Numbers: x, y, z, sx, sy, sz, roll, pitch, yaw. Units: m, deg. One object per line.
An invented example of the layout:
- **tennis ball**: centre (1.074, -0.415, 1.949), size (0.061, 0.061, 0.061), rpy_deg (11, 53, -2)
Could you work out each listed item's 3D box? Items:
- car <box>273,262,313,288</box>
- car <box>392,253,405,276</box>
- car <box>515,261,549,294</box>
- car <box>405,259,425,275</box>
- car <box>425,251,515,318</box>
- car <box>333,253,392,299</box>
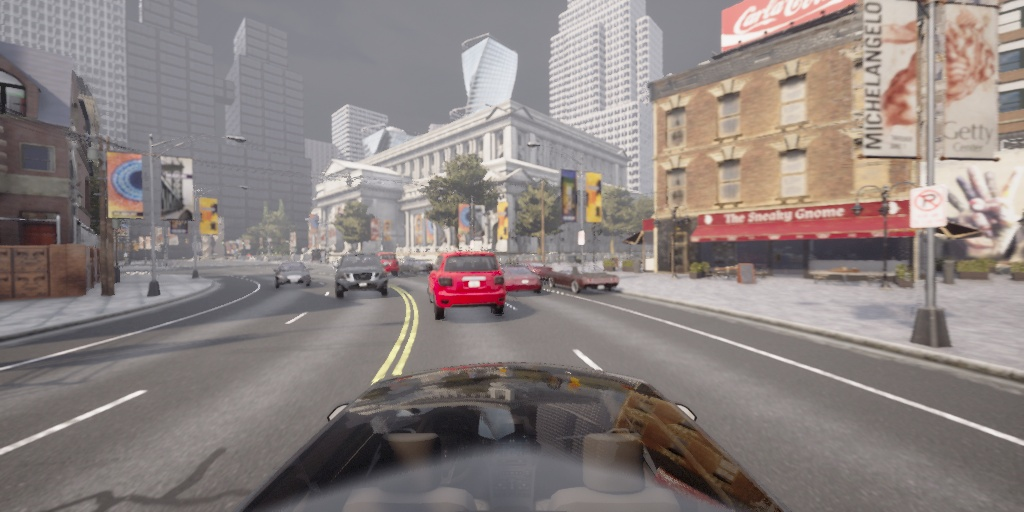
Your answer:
- **car**: centre (-14.024, 1.155, 22.935), size (2.128, 1.511, 4.902), rpy_deg (-1, 1, -33)
- **car**: centre (-11.875, 0.753, 31.611), size (2.150, 2.045, 5.566), rpy_deg (-1, 1, -40)
- **car**: centre (-0.080, 1.121, 18.225), size (1.994, 1.385, 4.181), rpy_deg (-1, 1, -20)
- **car**: centre (-9.055, 1.023, 33.712), size (2.033, 1.411, 5.357), rpy_deg (-1, 1, -40)
- **car**: centre (-1.770, 0.862, 12.723), size (2.150, 2.045, 5.566), rpy_deg (-1, 1, -15)
- **car**: centre (-7.519, 0.867, 17.883), size (2.150, 2.045, 5.566), rpy_deg (-1, 0, -24)
